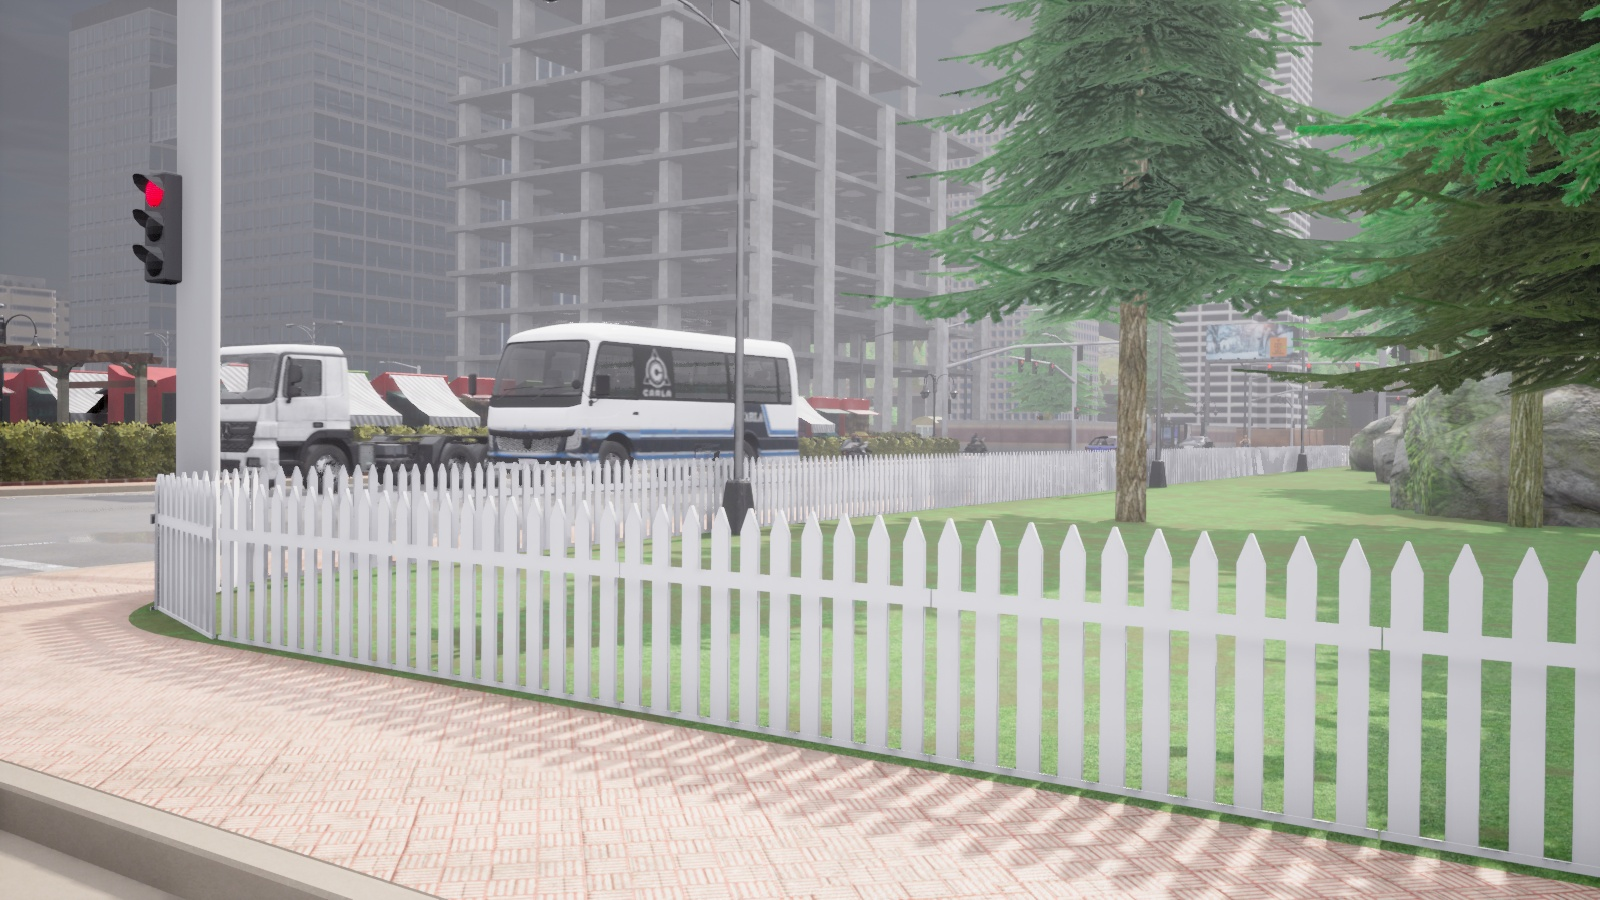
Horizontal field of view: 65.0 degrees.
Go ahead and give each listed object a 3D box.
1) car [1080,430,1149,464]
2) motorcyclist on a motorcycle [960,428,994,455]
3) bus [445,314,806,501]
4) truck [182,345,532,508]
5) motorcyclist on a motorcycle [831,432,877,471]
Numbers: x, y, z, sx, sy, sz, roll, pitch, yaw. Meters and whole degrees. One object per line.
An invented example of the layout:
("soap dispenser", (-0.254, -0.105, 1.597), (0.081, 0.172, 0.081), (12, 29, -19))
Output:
("car", (14.279, -0.162, 56.946), (1.816, 1.474, 4.193), (0, 1, 32))
("motorcyclist on a motorcycle", (10.796, -0.512, 76.481), (1.817, 1.590, 0.866), (0, 2, 40))
("bus", (-4.256, -1.071, 34.035), (3.944, 4.253, 10.273), (0, 1, 32))
("truck", (-10.469, -0.578, 30.726), (2.891, 3.462, 7.936), (0, 1, 32))
("motorcyclist on a motorcycle", (2.192, 0.052, 50.870), (0.866, 1.530, 2.191), (0, 1, 32))
